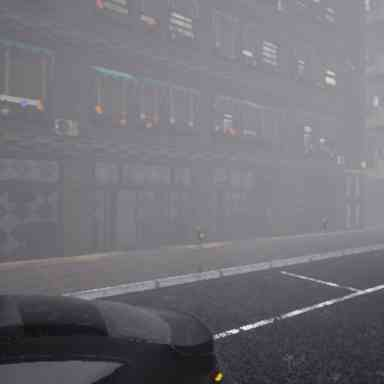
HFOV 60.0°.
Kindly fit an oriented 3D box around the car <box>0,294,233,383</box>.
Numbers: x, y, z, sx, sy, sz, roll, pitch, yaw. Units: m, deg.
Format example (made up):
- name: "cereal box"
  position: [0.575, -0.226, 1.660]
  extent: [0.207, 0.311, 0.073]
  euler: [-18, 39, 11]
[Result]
- name: "car"
  position: [-1.821, 1.534, 2.059]
  extent: [4.674, 1.442, 1.812]
  euler: [1, -1, -35]
